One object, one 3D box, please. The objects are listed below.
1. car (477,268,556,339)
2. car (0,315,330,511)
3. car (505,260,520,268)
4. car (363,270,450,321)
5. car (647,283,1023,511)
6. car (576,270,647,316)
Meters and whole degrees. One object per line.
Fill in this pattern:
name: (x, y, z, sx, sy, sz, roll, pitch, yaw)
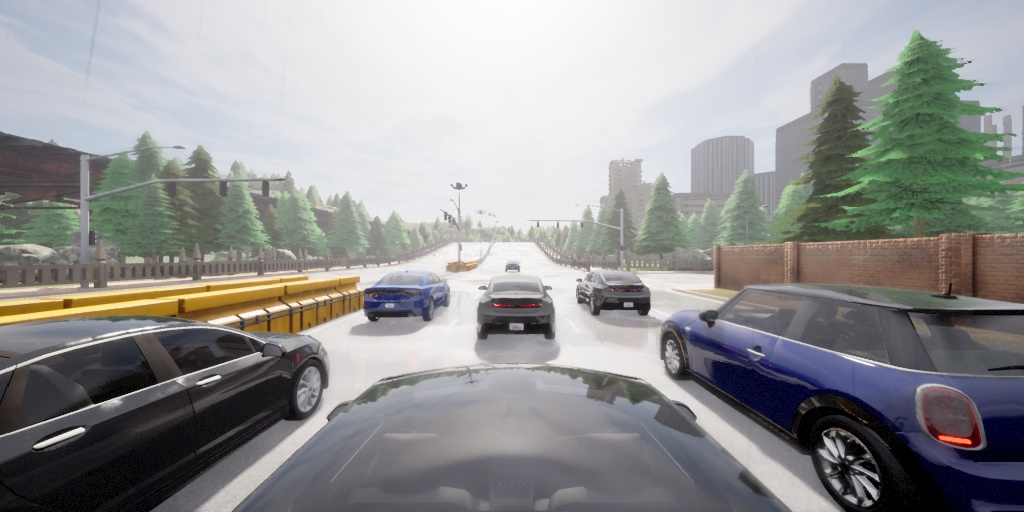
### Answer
car: (0.098, 1.255, 10.021, 1.837, 1.490, 4.892, 0, 0, 0)
car: (-3.400, 1.255, 2.951, 1.837, 1.490, 4.892, 0, 0, 0)
car: (0.081, 1.276, 46.234, 1.812, 1.442, 4.674, 0, 0, 0)
car: (-3.401, 1.228, 12.444, 1.882, 1.535, 5.008, 0, 0, 0)
car: (3.601, 1.102, 4.370, 2.097, 1.767, 4.553, 0, 0, 0)
car: (3.617, 1.255, 13.454, 1.837, 1.490, 4.892, 0, 0, 1)
